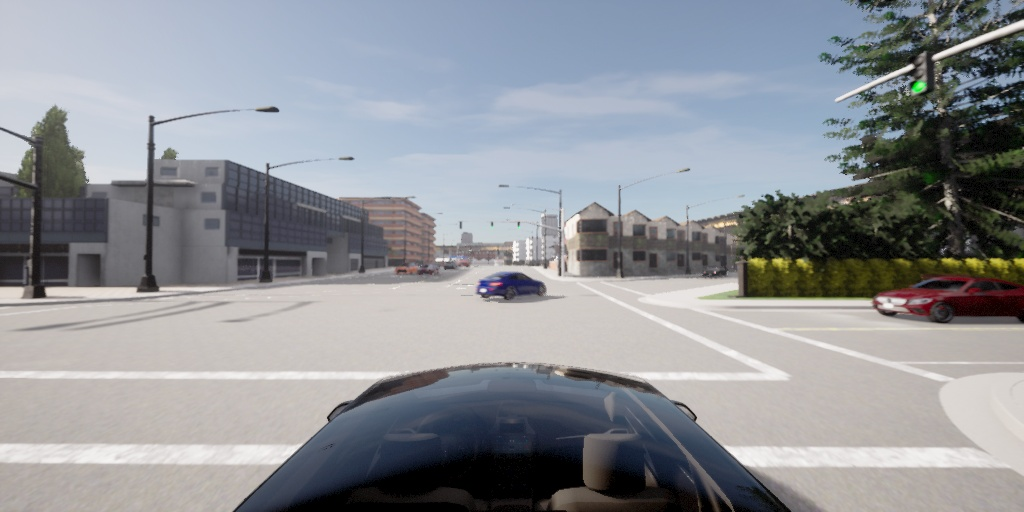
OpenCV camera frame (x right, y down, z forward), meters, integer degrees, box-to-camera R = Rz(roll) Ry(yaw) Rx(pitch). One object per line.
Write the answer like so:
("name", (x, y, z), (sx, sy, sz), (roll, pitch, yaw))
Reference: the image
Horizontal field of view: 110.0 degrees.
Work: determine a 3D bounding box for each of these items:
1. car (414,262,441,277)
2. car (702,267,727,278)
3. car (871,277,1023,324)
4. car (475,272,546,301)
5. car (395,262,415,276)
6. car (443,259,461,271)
("car", (-10.608, 1.788, 45.883), (1.882, 1.535, 5.008), (0, 0, 0))
("car", (26.904, 2.162, 47.465), (1.895, 1.301, 4.718), (-1, -1, 45))
("car", (15.046, 1.426, 12.117), (4.674, 1.442, 1.812), (0, -1, 0))
("car", (0.011, 1.571, 19.426), (1.812, 1.442, 4.674), (0, -1, 39))
("car", (-14.105, 1.660, 48.150), (2.097, 1.767, 4.553), (0, 0, 0))
("car", (-10.559, 1.702, 62.216), (1.837, 1.490, 4.892), (0, 1, 0))
